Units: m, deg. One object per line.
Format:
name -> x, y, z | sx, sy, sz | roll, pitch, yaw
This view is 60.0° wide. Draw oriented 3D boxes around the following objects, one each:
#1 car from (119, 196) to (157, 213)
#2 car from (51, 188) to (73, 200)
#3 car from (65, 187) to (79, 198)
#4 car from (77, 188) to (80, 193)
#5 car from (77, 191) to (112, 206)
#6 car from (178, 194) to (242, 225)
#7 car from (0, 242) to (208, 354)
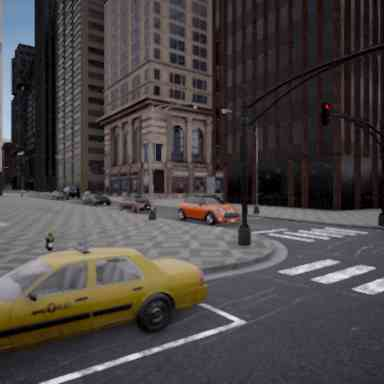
car -> -4.752, 1.045, 29.122 | 1.994, 1.385, 4.181 | 0, 1, -35
car -> -20.160, 0.531, 50.829 | 1.837, 1.490, 4.892 | 0, 1, -36
car -> -20.648, 0.106, 56.667 | 2.150, 2.045, 5.566 | 0, 1, -36
car -> -14.684, 0.548, 48.408 | 1.882, 1.535, 5.008 | 0, 1, -35
car -> -10.845, 0.829, 37.643 | 2.033, 1.411, 5.357 | 0, 1, -36
car -> 1.056, 1.027, 21.000 | 2.097, 1.767, 4.553 | 0, 1, -36
car -> -1.987, 1.523, 5.230 | 4.829, 1.417, 1.752 | 0, 0, -35
